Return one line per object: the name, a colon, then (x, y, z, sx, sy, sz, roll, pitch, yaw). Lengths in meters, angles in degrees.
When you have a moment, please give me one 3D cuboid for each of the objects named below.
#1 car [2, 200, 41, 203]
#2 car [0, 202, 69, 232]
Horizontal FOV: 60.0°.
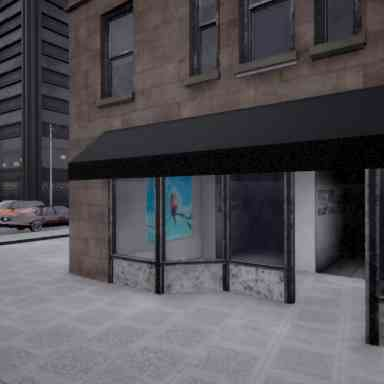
car: (-11.345, 1.311, 21.002, 2.097, 1.767, 4.553, 0, 0, 35)
car: (-8.427, 1.491, 19.754, 2.033, 1.411, 5.357, 0, 0, 35)
